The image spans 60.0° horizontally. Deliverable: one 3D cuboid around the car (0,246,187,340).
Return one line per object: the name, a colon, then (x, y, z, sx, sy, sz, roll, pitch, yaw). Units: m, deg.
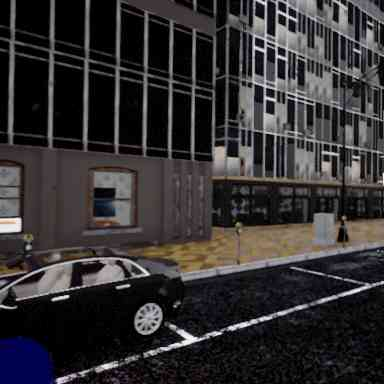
car: (-2.142, 1.563, 5.024, 4.403, 1.369, 2.008, 1, 0, -35)

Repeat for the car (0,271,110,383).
car: (-2.887, 1.506, 1.198, 4.674, 1.442, 1.812, 1, 0, -35)
